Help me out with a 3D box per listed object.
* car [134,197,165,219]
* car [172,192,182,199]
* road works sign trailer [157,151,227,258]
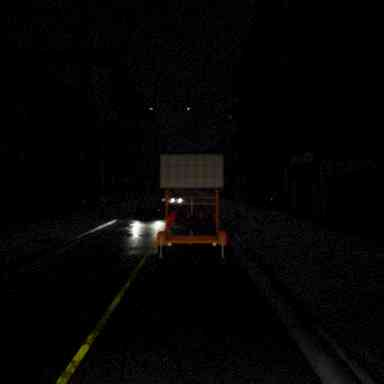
[{"bbox_3d":[-3.104,1.154,25.163,1.882,1.535,5.008,0,1,0],"label":"car"},{"bbox_3d":[-3.015,0.688,67.556,1.895,1.301,4.718,0,1,0],"label":"car"},{"bbox_3d":[-0.002,0.310,12.088,2.380,3.560,2.880,0,1,0],"label":"road works sign trailer"}]
